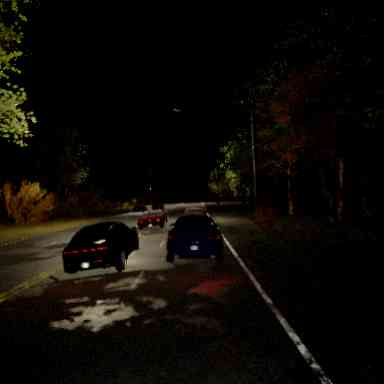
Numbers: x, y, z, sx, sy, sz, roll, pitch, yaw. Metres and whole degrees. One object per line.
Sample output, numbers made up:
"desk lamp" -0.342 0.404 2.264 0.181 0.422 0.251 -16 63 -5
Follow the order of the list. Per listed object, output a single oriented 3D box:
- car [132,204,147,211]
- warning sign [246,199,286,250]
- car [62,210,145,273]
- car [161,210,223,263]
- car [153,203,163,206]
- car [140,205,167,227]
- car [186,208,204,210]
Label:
"car" -9.220 2.845 58.477 1.895 1.301 4.718 -3 -1 2
"warning sign" 2.874 1.239 13.078 1.300 1.860 1.060 -2 0 0
"car" -3.201 1.870 12.401 1.837 1.490 4.892 -7 2 1
"car" 0.124 1.639 12.722 1.882 1.535 5.008 0 -2 1
"car" -5.976 2.633 58.495 2.033 1.411 5.357 -3 -1 2
"car" -3.079 2.138 26.797 1.895 1.301 4.718 -7 1 1
"car" 0.238 1.928 26.774 1.895 1.301 4.718 0 -1 1
